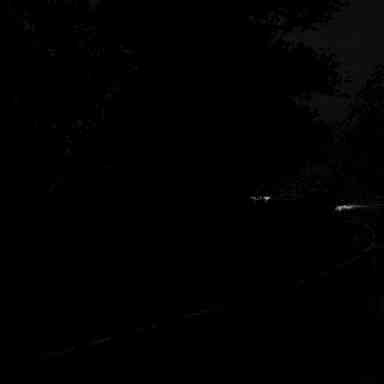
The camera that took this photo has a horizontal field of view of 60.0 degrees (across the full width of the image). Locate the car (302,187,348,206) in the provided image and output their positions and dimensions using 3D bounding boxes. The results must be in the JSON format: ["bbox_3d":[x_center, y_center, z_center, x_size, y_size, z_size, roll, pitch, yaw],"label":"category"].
[{"bbox_3d":[12.655,0.550,31.877,1.994,1.385,4.181,-4,2,-29],"label":"car"}]

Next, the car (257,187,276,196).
[{"bbox_3d":[11.683,-0.213,52.022,1.882,1.535,5.008,-2,2,28],"label":"car"}]

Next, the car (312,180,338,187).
[{"bbox_3d":[25.318,-1.543,63.427,4.553,1.767,2.097,-3,2,-14],"label":"car"}]
